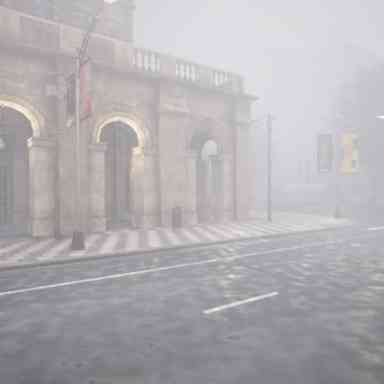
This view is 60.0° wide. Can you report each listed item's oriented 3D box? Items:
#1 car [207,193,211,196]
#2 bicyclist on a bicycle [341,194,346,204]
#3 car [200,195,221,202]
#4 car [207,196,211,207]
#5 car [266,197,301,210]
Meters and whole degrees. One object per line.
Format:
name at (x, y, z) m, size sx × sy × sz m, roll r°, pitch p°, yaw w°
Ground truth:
car at (2.556, 1.175, 55.527) m, size 2.150 × 2.045 × 5.566 m, roll 0°, pitch 0°, yaw -36°
bicyclist on a bicycle at (25.798, 1.228, 56.542) m, size 1.656 × 1.620 × 0.582 m, roll 0°, pitch 0°, yaw -36°
car at (4.068, 1.411, 73.293) m, size 1.882 × 1.535 × 5.008 m, roll 0°, pitch 0°, yaw -36°
car at (1.169, 1.558, 46.040) m, size 1.895 × 1.301 × 4.718 m, roll 0°, pitch 0°, yaw -36°
car at (11.707, 1.458, 42.765) m, size 1.837 × 1.490 × 4.892 m, roll 0°, pitch 0°, yaw -36°
